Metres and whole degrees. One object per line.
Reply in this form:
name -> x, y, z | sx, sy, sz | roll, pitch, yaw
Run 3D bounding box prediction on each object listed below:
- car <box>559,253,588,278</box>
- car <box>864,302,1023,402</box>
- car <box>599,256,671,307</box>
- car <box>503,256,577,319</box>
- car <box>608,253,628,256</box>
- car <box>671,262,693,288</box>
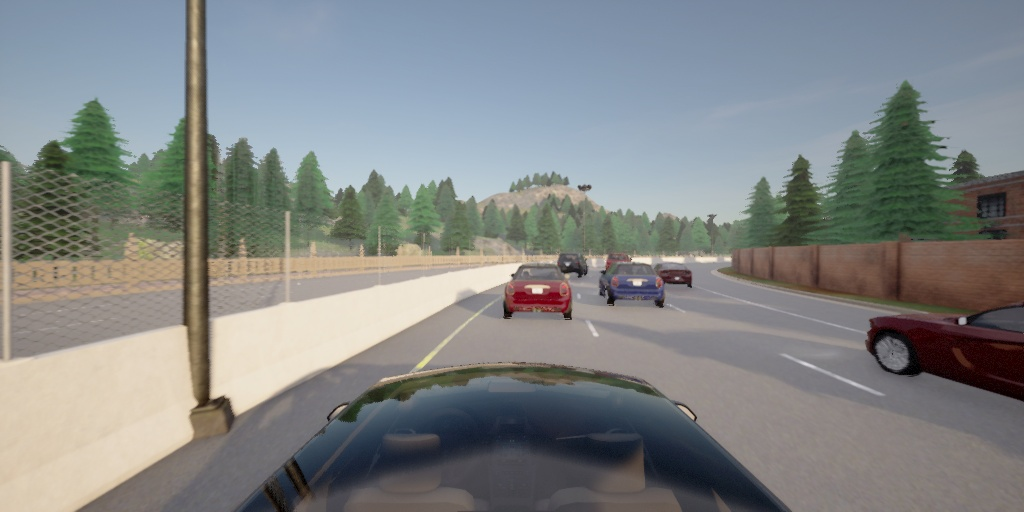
car -> 5.349, 0.765, 31.605 | 2.150, 2.045, 5.566 | 0, 0, 19
car -> 7.262, 1.248, 4.383 | 1.882, 1.535, 5.008 | 0, 0, 2
car -> 4.947, 1.021, 15.360 | 2.097, 1.767, 4.553 | 0, 0, 9
car -> 0.975, 1.021, 12.591 | 2.097, 1.767, 4.553 | 0, 0, 6
car -> 10.775, 0.761, 36.055 | 2.150, 2.045, 5.566 | 0, 0, 22
car -> 10.047, 1.118, 22.881 | 1.882, 1.535, 5.008 | 0, 0, 14
